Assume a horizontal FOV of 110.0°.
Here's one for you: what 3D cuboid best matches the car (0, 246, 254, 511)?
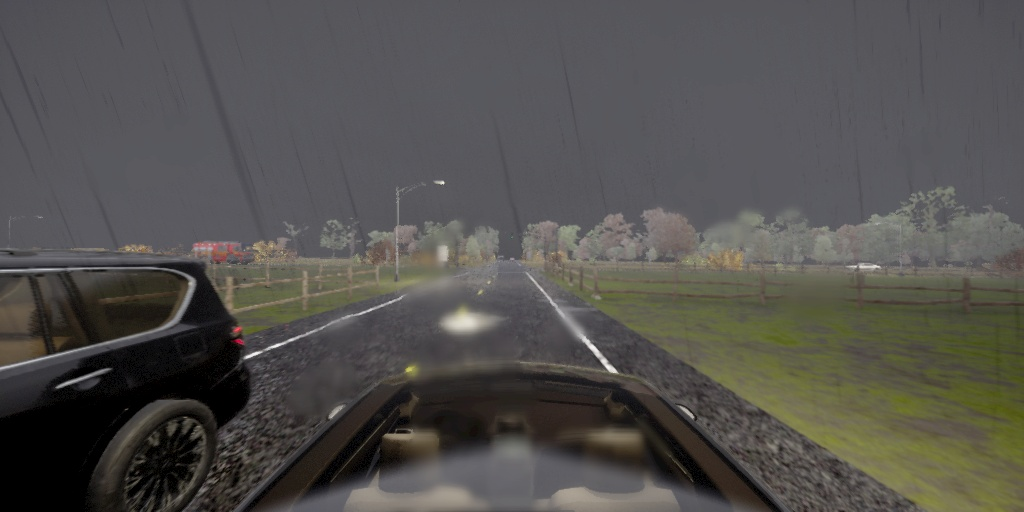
[{"bbox_3d":[-3.601,0.972,1.140,2.150,2.045,5.566,0,0,0],"label":"car"}]
